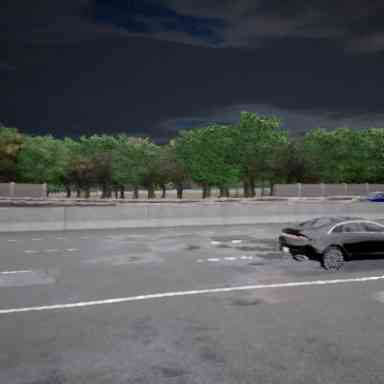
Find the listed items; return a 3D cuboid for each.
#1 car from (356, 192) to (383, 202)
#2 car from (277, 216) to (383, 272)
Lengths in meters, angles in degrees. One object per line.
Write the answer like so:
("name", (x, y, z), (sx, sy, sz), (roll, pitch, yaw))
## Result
("car", (25.209, 1.004, 45.209), (5.566, 2.045, 2.150), (0, 0, -14))
("car", (5.221, 1.556, 10.880), (4.902, 1.511, 2.128), (0, 0, -15))
